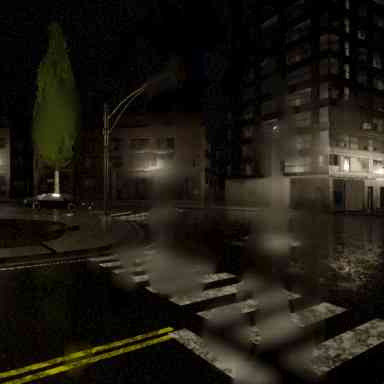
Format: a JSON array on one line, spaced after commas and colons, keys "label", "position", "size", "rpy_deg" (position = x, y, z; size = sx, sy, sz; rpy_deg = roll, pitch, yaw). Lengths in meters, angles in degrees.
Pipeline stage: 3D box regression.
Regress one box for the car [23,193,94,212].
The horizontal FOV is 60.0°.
[{"label": "car", "position": [-10.534, 0.786, 26.305], "size": [5.357, 1.411, 2.033], "rpy_deg": [1, 0, 11]}]
